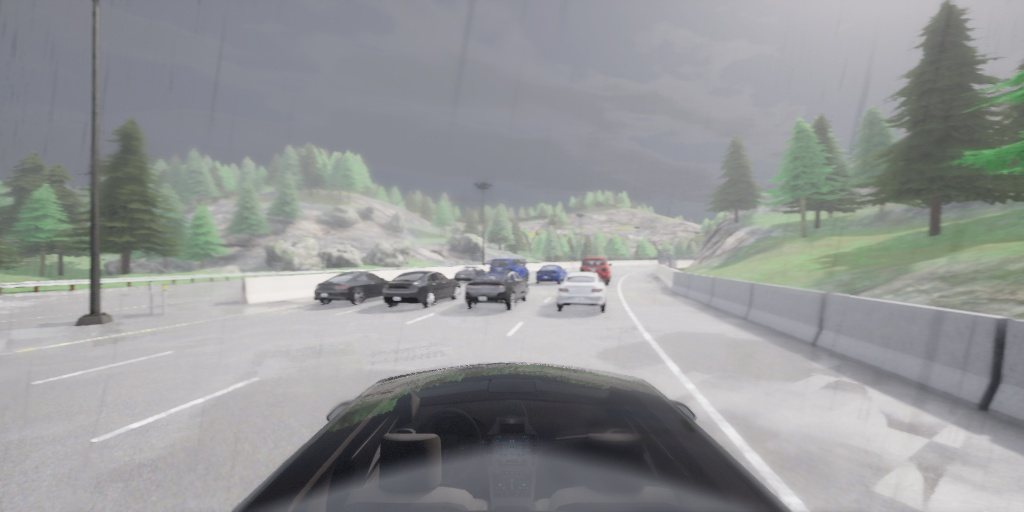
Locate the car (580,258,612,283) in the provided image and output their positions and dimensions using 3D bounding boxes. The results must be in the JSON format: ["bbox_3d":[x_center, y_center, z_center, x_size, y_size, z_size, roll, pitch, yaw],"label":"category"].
[{"bbox_3d":[6.488,1.145,27.796,2.150,2.045,5.566,-1,0,18],"label":"car"}]

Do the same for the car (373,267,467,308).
[{"bbox_3d":[-3.918,1.420,16.341,1.837,1.490,4.892,-1,0,14],"label":"car"}]

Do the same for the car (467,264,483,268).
[{"bbox_3d":[-3.427,1.605,31.222,1.994,1.385,4.181,-1,0,18],"label":"car"}]

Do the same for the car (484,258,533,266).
[{"bbox_3d":[-0.191,1.219,29.891,2.150,2.045,5.566,-1,0,18],"label":"car"}]

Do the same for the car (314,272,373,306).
[{"bbox_3d":[-7.301,1.473,17.233,1.812,1.442,4.674,-1,0,14],"label":"car"}]

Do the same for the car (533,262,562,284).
[{"bbox_3d":[3.305,1.446,29.286,1.882,1.535,5.008,-1,0,18],"label":"car"}]

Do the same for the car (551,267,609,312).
[{"bbox_3d":[2.921,1.368,14.834,1.812,1.442,4.674,-1,0,14],"label":"car"}]

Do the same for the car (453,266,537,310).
[{"bbox_3d":[-0.511,1.370,15.540,2.128,1.511,4.902,-1,0,14],"label":"car"}]
